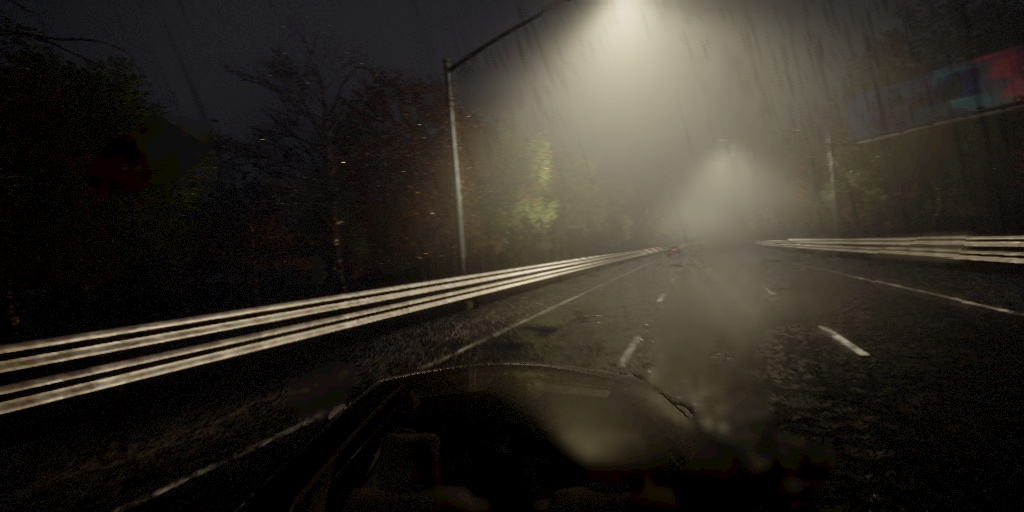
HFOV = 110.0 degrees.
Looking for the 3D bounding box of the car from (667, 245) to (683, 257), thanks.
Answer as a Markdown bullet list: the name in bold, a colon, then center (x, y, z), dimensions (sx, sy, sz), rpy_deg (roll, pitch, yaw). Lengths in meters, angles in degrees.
- **car**: center (22.672, -0.752, 49.944), dimensions (1.837, 1.490, 4.892), rpy_deg (-5, 0, 28)
